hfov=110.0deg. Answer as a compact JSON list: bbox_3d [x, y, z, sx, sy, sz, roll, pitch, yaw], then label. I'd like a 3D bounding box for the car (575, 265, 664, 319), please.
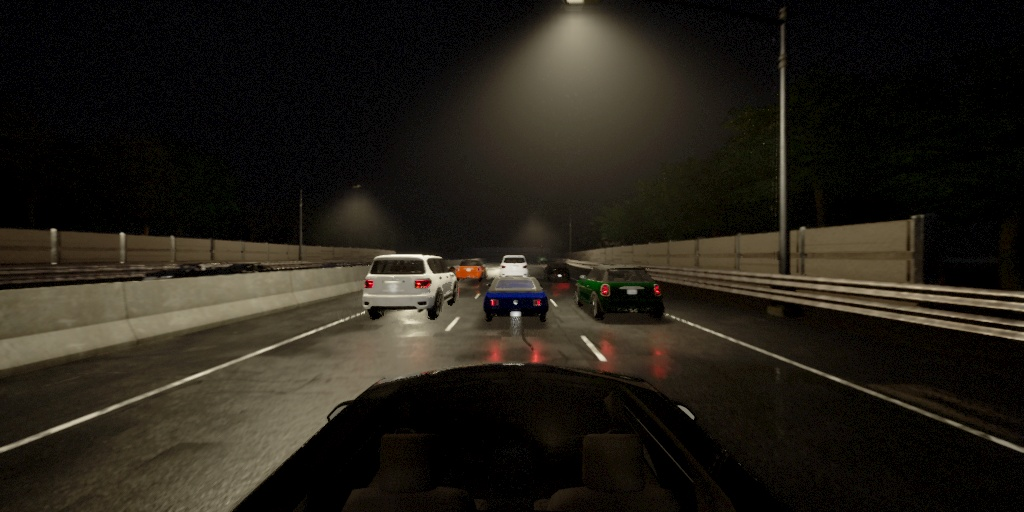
[{"bbox_3d":[3.618,1.102,12.907,2.097,1.767,4.553,0,0,0],"label":"car"}]

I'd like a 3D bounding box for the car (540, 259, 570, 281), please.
[{"bbox_3d":[3.689,1.255,30.023,1.837,1.490,4.892,0,0,0],"label":"car"}]

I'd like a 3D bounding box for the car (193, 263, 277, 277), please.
[{"bbox_3d":[-17.540,1.252,23.398,1.837,1.490,4.892,0,0,0],"label":"car"}]

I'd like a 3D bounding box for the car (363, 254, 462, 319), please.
[{"bbox_3d":[-3.384,0.970,12.922,2.150,2.045,5.566,0,0,0],"label":"car"}]

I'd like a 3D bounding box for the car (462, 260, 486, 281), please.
[{"bbox_3d":[-3.313,1.101,29.641,2.097,1.767,4.553,0,0,0],"label":"car"}]

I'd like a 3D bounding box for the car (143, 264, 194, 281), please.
[{"bbox_3d":[-21.041,1.238,23.348,2.128,1.511,4.902,0,0,0],"label":"car"}]

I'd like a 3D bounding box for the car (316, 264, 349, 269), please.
[{"bbox_3d":[-14.016,1.295,27.914,2.033,1.411,5.357,0,0,0],"label":"car"}]

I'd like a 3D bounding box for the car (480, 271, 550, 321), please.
[{"bbox_3d":[0.115,1.350,12.352,1.895,1.301,4.718,0,0,0],"label":"car"}]

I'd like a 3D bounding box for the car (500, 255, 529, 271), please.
[{"bbox_3d":[0.182,0.971,29.041,2.150,2.045,5.566,0,0,0],"label":"car"}]
